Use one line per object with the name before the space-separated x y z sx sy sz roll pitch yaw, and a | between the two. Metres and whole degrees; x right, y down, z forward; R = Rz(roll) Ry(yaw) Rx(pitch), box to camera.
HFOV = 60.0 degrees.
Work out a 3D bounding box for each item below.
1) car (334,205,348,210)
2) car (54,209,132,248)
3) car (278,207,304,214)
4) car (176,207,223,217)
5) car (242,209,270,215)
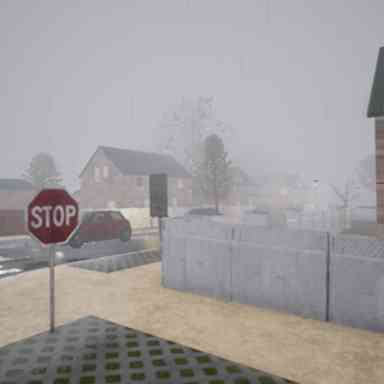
car | 23.463 2.845 51.960 1.837 1.490 4.892 -1 -2 35
car | -5.197 1.718 16.763 2.097 1.767 4.553 -1 -2 34
car | 12.437 2.603 41.481 2.033 1.411 5.357 -1 -2 36
car | 0.523 1.942 24.844 2.097 1.767 4.553 -1 -2 36
car | 6.290 2.380 32.917 1.994 1.385 4.181 -1 -2 36
